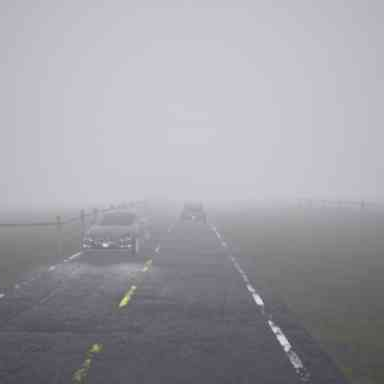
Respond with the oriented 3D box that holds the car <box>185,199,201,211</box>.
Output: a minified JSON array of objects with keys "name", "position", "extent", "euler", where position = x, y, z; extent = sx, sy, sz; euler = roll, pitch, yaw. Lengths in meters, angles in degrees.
[{"name":"car","position":[0.111,1.605,42.886],"extent":[1.895,1.301,4.718],"euler":[0,0,0]}]

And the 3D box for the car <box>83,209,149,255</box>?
[{"name":"car","position":[-2.844,1.505,13.340],"extent":[1.837,1.490,4.892],"euler":[0,0,0]}]

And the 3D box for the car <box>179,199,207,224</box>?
[{"name":"car","position":[0.105,1.495,24.560],"extent":[2.128,1.511,4.902],"euler":[0,0,0]}]
